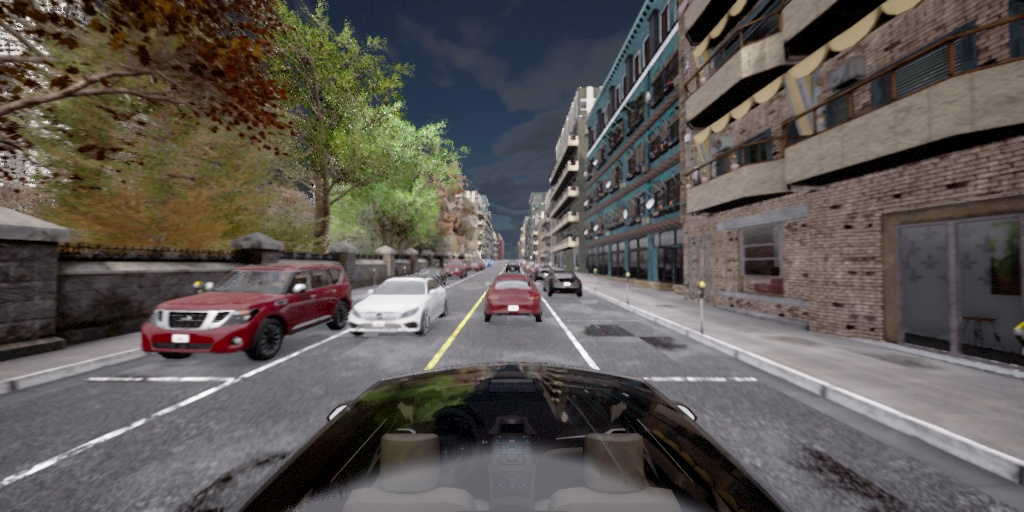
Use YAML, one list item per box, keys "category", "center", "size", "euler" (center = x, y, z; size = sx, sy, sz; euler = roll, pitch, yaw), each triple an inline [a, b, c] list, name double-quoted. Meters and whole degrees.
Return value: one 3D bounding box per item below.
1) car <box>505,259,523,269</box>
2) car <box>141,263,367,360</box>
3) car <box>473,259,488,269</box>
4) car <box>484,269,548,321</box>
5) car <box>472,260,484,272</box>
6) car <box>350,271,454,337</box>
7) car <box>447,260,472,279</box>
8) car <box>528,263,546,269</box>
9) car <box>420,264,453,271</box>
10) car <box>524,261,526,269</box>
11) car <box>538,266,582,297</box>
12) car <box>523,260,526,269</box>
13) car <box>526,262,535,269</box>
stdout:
- category: "car"
  center: [0.120, 1.541, 49.433]
  size: [1.882, 1.535, 5.008]
  euler: [0, -1, 0]
- category: "car"
  center: [-5.687, 1.111, 8.652]
  size: [2.192, 1.841, 5.009]
  euler: [0, 0, 0]
- category: "car"
  center: [-5.665, 1.437, 58.362]
  size: [2.192, 1.841, 5.009]
  euler: [0, 0, 0]
- category: "car"
  center: [0.030, 1.347, 12.608]
  size: [1.812, 1.442, 4.674]
  euler: [0, 0, 0]
- category: "car"
  center: [-5.668, 1.631, 52.839]
  size: [1.888, 1.381, 4.507]
  euler: [0, 0, 0]
- category: "car"
  center: [-3.095, 1.335, 10.664]
  size: [1.812, 1.442, 4.674]
  euler: [0, 0, 0]
- category: "car"
  center: [-5.675, 1.292, 36.269]
  size: [2.192, 1.841, 5.009]
  euler: [0, 0, 0]
- category: "car"
  center: [2.704, 1.506, 30.742]
  size: [1.948, 1.339, 4.313]
  euler: [0, 0, 0]
- category: "car"
  center: [-5.680, 1.470, 25.222]
  size: [1.948, 1.339, 4.313]
  euler: [0, 0, 0]
- category: "car"
  center: [2.708, 1.558, 41.787]
  size: [1.888, 1.381, 4.507]
  euler: [0, 0, 0]
- category: "car"
  center: [2.698, 1.434, 19.694]
  size: [1.948, 1.339, 4.313]
  euler: [0, 0, 0]
- category: "car"
  center: [2.711, 1.575, 47.482]
  size: [1.751, 1.417, 4.829]
  euler: [0, 0, 0]
- category: "car"
  center: [2.706, 1.417, 36.265]
  size: [1.967, 1.591, 4.097]
  euler: [0, 0, 0]
